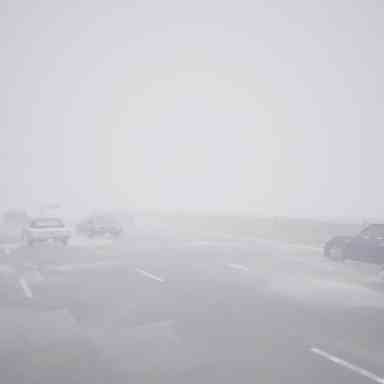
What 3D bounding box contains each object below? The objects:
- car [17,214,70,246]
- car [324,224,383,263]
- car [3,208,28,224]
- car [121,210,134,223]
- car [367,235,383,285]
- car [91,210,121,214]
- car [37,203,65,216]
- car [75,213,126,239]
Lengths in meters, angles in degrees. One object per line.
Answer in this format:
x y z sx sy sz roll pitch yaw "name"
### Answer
-8.053 2.090 18.032 1.895 1.301 4.718 3 -2 -32 "car"
7.529 2.020 13.029 2.097 1.767 4.553 3 -2 -32 "car"
-17.406 2.292 32.847 1.882 1.535 5.008 3 -2 -32 "car"
-8.157 2.777 37.845 1.994 1.385 4.181 3 -2 -32 "car"
6.843 1.977 7.553 1.812 1.442 4.674 3 -2 -32 "car"
-9.045 2.481 32.707 1.882 1.535 5.008 3 -2 -32 "car"
-15.488 2.213 36.378 2.150 2.045 5.566 3 -2 -32 "car"
-6.246 2.267 21.720 1.895 1.301 4.718 3 -2 -32 "car"
